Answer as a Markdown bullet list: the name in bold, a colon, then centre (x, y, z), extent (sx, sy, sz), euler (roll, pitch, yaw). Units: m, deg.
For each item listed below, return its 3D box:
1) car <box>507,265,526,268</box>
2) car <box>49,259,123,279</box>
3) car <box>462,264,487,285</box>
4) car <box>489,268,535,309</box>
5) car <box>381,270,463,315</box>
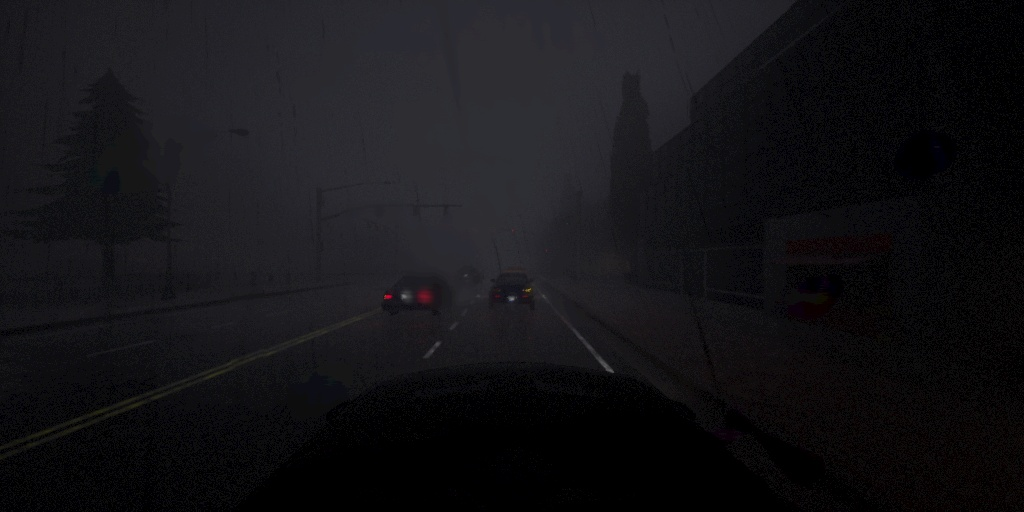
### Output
- **car**: centre (0.460, 1.553, 31.050), extent (1.882, 1.535, 5.008), euler (0, 0, 10)
- **car**: centre (-46.486, 1.386, 38.909), extent (5.566, 2.045, 2.150), euler (0, -1, 0)
- **car**: centre (-3.511, 1.632, 30.277), extent (1.994, 1.385, 4.181), euler (0, -1, 0)
- **car**: centre (0.023, 1.431, 15.727), extent (1.812, 1.442, 4.674), euler (0, 0, 0)
- **car**: centre (-3.491, 1.438, 14.348), extent (2.033, 1.411, 5.357), euler (0, -1, 0)
